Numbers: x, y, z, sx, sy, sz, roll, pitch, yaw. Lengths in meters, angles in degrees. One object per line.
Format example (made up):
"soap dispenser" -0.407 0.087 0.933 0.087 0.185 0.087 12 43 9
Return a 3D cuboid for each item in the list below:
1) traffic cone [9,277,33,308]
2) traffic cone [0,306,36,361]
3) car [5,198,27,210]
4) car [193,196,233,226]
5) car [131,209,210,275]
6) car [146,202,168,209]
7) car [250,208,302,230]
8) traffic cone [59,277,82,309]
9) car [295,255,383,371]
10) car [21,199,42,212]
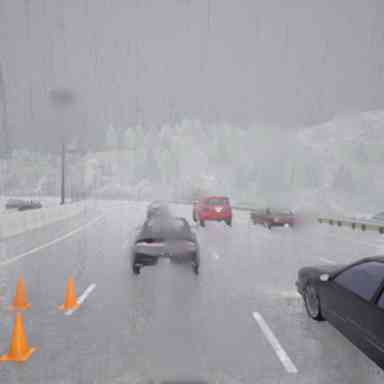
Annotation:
"traffic cone" -3.424 1.991 6.636 0.340 0.580 0.340 0 0 0
"traffic cone" -2.418 1.981 4.639 0.340 0.580 0.340 0 0 0
"car" -25.631 1.739 48.514 1.882 1.535 5.008 0 0 -17
"car" 1.370 1.293 24.072 2.150 2.045 5.566 0 0 -7
"car" -0.811 1.529 10.598 2.128 1.511 4.902 0 0 -4
"car" -3.092 1.634 29.899 1.812 1.442 4.674 0 0 -9
"car" 5.224 1.648 21.457 1.895 1.301 4.718 0 0 -7
"traffic cone" -2.424 1.987 6.639 0.340 0.580 0.340 0 0 0
"car" 3.049 1.549 4.248 2.033 1.411 5.357 0 0 -2
"car" -20.134 1.818 41.884 1.895 1.301 4.718 0 0 -14
